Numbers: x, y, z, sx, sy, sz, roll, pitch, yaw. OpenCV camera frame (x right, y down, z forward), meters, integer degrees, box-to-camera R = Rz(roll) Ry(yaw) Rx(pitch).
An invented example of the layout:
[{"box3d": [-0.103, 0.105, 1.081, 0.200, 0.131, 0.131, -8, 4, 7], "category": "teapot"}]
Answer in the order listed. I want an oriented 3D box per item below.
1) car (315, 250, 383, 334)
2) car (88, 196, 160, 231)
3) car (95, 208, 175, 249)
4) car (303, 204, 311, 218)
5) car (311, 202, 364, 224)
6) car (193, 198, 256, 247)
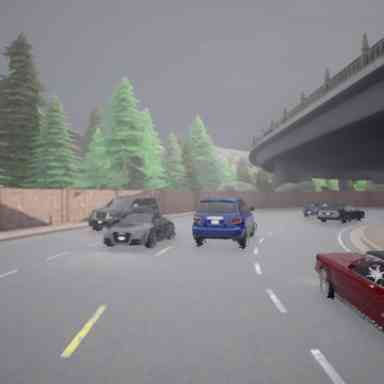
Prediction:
[{"box3d": [3.677, 1.621, 5.580, 1.895, 1.301, 4.718, 0, 0, 2], "category": "car"}, {"box3d": [-4.003, 1.294, 20.786, 2.150, 2.045, 5.566, 0, 0, 23], "category": "car"}, {"box3d": [-2.216, 1.616, 14.837, 1.994, 1.385, 4.181, 0, 0, 15], "category": "car"}, {"box3d": [12.071, 1.634, 30.716, 4.674, 1.442, 1.812, 0, -1, -40], "category": "car"}, {"box3d": [11.628, 1.639, 25.897, 2.033, 1.411, 5.357, 0, 0, 45], "category": "car"}, {"box3d": [1.646, 1.276, 15.531, 2.150, 2.045, 5.566, 0, 0, 16], "category": "car"}]
